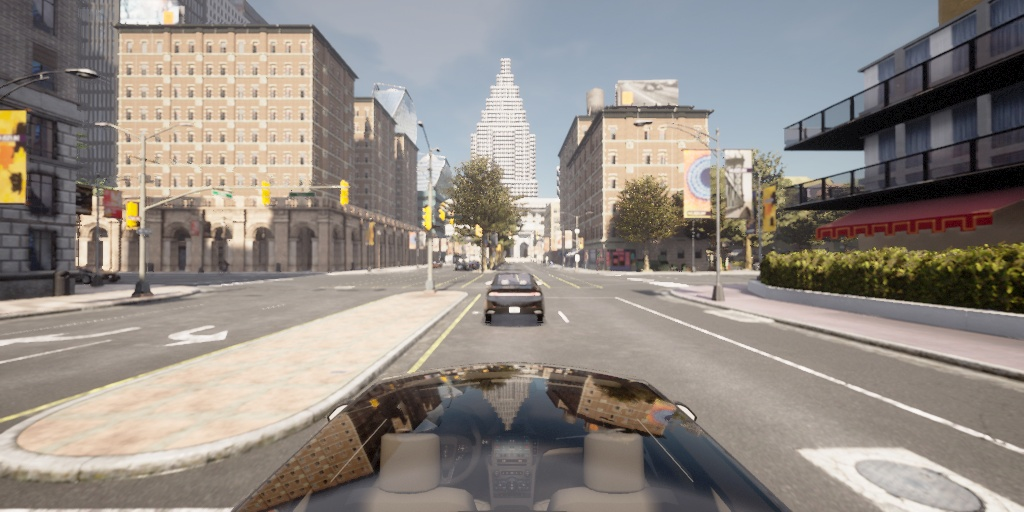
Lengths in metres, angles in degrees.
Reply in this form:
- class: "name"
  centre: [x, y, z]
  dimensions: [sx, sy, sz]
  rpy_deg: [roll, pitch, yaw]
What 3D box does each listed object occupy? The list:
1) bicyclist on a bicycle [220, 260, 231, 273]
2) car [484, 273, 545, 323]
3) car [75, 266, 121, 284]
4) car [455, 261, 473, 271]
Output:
- class: "bicyclist on a bicycle"
  centre: [-37.288, 1.360, 46.675]
  dimensions: [0.582, 1.620, 1.656]
  rpy_deg: [0, 0, 0]
- class: "car"
  centre: [0.072, 1.316, 12.506]
  dimensions: [2.128, 1.511, 4.902]
  rpy_deg: [0, 0, 0]
- class: "car"
  centre: [-34.190, 1.500, 28.723]
  dimensions: [4.181, 1.385, 1.994]
  rpy_deg: [0, 0, 0]
- class: "car"
  centre: [-8.066, 1.630, 58.045]
  dimensions: [2.128, 1.511, 4.902]
  rpy_deg: [0, 0, 0]
